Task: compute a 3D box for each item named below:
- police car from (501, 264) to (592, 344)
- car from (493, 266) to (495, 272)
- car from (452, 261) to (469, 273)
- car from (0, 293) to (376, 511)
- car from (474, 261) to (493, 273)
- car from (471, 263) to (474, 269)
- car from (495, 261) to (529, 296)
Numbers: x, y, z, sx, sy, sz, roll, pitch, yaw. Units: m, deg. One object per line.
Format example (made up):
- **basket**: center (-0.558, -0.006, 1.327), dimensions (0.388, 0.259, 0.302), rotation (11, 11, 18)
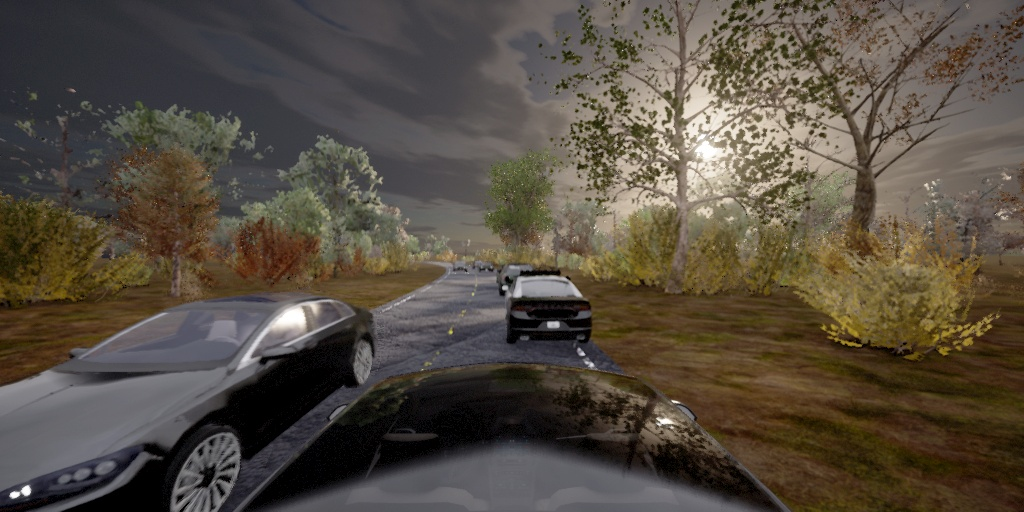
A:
- **police car**: center (0.763, 1.196, 9.854), dimensions (1.930, 1.638, 5.238), rotation (0, 0, -2)
- **car**: center (-0.158, 1.317, 25.842), dimensions (1.837, 1.490, 4.892), rotation (0, 0, -5)
- **car**: center (-6.718, 1.370, 46.592), dimensions (1.837, 1.490, 4.892), rotation (0, 0, -9)
- **car**: center (-3.166, 1.248, 4.130), dimensions (2.128, 1.511, 4.902), rotation (0, 0, -1)
- **car**: center (-3.499, 1.465, 46.744), dimensions (1.895, 1.301, 4.718), rotation (0, 0, -9)
- **car**: center (-5.597, 1.442, 58.986), dimensions (2.033, 1.411, 5.357), rotation (0, 0, -11)
- **car**: center (0.289, 1.147, 19.782), dimensions (2.097, 1.767, 4.553), rotation (0, 0, -4)
